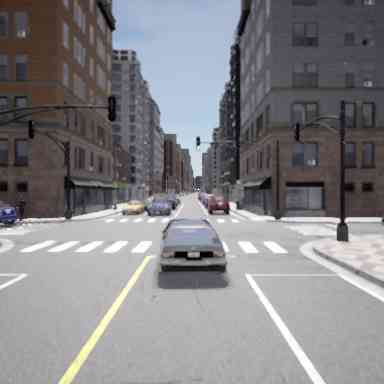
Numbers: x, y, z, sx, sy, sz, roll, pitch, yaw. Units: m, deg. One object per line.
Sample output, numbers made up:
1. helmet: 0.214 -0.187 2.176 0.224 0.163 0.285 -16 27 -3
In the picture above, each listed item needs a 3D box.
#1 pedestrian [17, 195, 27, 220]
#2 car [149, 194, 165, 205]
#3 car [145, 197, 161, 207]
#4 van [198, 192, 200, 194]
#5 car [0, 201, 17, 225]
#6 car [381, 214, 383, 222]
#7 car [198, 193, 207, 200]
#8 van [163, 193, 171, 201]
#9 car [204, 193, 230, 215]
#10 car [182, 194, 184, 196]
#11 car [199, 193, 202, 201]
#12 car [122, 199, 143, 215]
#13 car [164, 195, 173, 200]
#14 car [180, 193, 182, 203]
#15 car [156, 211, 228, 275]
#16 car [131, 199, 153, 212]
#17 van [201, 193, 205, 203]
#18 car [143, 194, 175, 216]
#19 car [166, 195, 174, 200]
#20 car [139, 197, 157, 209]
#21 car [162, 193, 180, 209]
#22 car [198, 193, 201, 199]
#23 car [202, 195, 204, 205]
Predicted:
1. pedestrian: -12.552 1.104 24.549 0.375 1.860 0.375 0 0 1
2. car: -5.858 1.211 56.219 2.192 1.841 5.009 0 0 0
3. car: -5.858 1.436 50.394 1.752 1.417 4.829 0 0 0
4. van: 2.667 1.194 73.168 1.690 1.788 3.998 0 0 0
5. car: -13.911 1.315 21.478 4.553 1.767 2.097 0 0 3
6. car: 15.067 1.515 21.094 5.357 1.411 2.033 0 0 1
7. car: 2.667 1.137 84.482 2.192 1.841 5.009 0 0 0
8. van: -5.858 1.178 78.839 1.690 1.788 3.998 0 0 0
9. car: 2.669 1.265 33.572 2.192 1.841 5.009 0 0 0
10. car: -3.003 1.487 60.418 1.895 1.301 4.718 0 0 0
11. car: 2.667 1.408 62.026 1.752 1.417 4.829 0 0 0
12. car: -5.858 1.475 33.430 1.752 1.417 4.829 0 0 0
13. car: -5.859 1.366 84.494 1.887 1.381 4.507 0 0 0
14. car: -3.054 1.400 51.600 2.128 1.511 4.902 0 0 0
15. car: -0.102 1.545 10.481 2.033 1.411 5.357 0 0 -3
16. car: -5.858 1.503 39.255 1.947 1.339 4.313 0 0 0
17. van: 2.668 1.252 50.542 1.690 1.788 3.998 0 0 0
18. car: -3.098 1.305 32.177 2.097 1.767 4.553 0 0 0
19. car: -5.860 1.391 90.149 1.802 1.307 4.206 0 0 0
20. car: -5.858 1.450 44.739 1.752 1.417 4.829 0 0 0
21. car: -3.104 1.153 41.726 2.150 2.045 5.566 0 0 1
22. car: 2.667 1.450 67.513 1.802 1.307 4.206 0 0 0
23. car: 2.668 1.469 44.885 1.887 1.381 4.507 0 0 0
